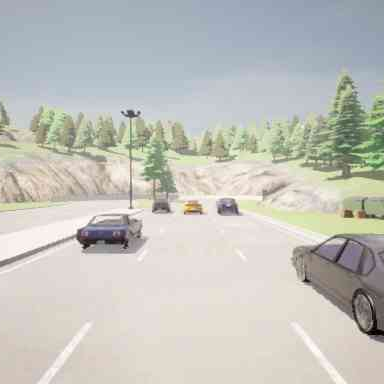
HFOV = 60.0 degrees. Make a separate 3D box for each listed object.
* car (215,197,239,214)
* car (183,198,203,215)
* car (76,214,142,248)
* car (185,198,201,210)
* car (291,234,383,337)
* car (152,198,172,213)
[{"bbox_3d":[3.600,1.352,34.871,2.097,1.767,4.553,0,0,0],"label":"car"},{"bbox_3d":[0.096,1.477,34.638,1.882,1.535,5.008,0,0,0],"label":"car"},{"bbox_3d":[-3.399,1.601,14.671,1.895,1.301,4.718,0,0,0],"label":"car"},{"bbox_3d":[0.138,1.547,44.468,2.033,1.411,5.357,0,0,1],"label":"car"},{"bbox_3d":[3.601,1.547,6.595,2.033,1.411,5.357,0,0,0],"label":"car"},{"bbox_3d":[-3.398,1.505,37.753,1.837,1.490,4.892,0,0,0],"label":"car"}]
